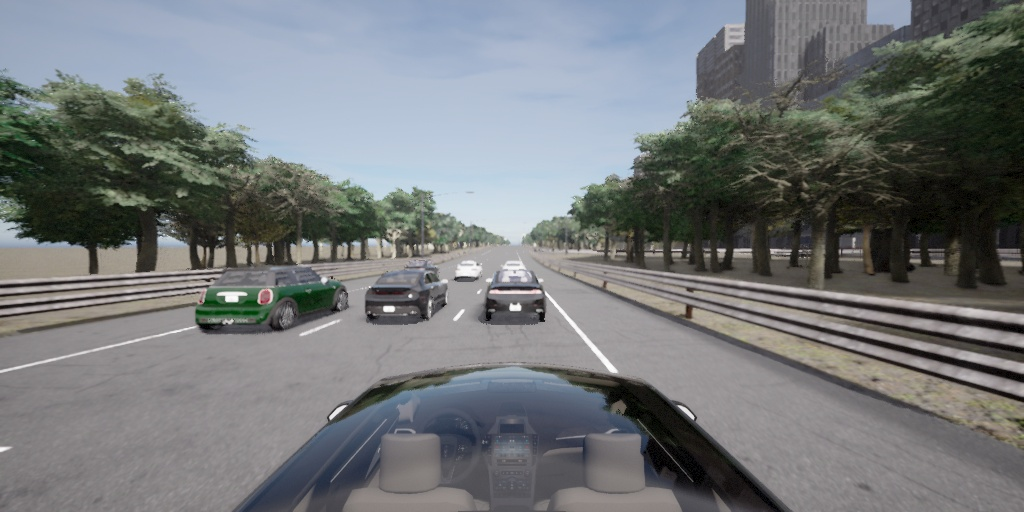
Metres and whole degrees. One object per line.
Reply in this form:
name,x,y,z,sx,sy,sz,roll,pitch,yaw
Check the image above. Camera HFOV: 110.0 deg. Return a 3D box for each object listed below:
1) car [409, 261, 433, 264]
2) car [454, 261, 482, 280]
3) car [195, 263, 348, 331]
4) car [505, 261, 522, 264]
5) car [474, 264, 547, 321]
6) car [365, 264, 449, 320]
car,-6.898,1.107,27.597,2.128,1.511,4.902,0,0,0
car,-3.396,1.134,28.571,1.812,1.442,4.674,0,0,0
car,-6.902,1.064,10.961,2.097,1.767,4.553,0,0,0
car,0.116,1.134,28.588,1.812,1.442,4.674,0,0,0
car,0.099,1.197,12.206,2.128,1.511,4.902,0,0,0
car,-3.400,1.210,12.344,1.837,1.490,4.892,0,0,0
